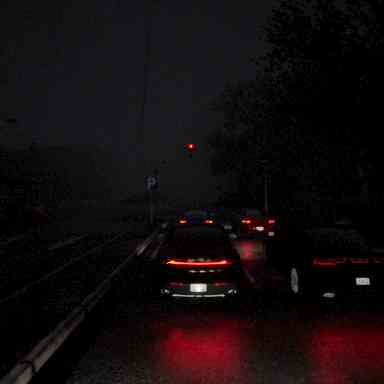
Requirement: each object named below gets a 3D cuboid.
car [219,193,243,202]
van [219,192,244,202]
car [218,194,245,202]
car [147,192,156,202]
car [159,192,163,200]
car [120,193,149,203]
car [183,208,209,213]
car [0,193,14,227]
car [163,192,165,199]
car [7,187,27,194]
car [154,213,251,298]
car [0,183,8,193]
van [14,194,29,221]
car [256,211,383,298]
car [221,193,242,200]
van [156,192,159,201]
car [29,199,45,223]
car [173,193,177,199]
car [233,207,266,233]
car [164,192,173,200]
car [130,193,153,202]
[{"bbox_3d":[7.955,1.141,68.236,4.553,1.767,2.185,1,0,-13],"label":"car"},{"bbox_3d":[7.558,1.042,65.268,4.442,1.987,1.878,1,0,-14],"label":"van"},{"bbox_3d":[8.504,1.264,71.227,5.366,1.575,1.946,1,0,-13],"label":"car"},{"bbox_3d":[-10.522,1.315,65.743,5.366,1.575,1.946,-1,0,-14],"label":"car"},{"bbox_3d":[-9.697,1.321,74.703,4.892,1.521,2.231,-1,0,-13],"label":"car"},{"bbox_3d":[-11.180,1.358,62.754,4.792,1.488,2.163,-1,0,-15],"label":"car"},{"bbox_3d":[0.216,1.551,17.660,1.812,1.442,4.674,0,0,1],"label":"car"},{"bbox_3d":[-13.643,1.267,18.943,5.566,2.045,2.435,-1,0,-19],"label":"car"},{"bbox_3d":[-9.311,1.359,77.696,4.674,1.452,2.002,-1,0,-13],"label":"car"},{"bbox_3d":[-27.940,0.137,53.694,2.002,1.452,4.674,6,-3,-19],"label":"car"},{"bbox_3d":[0.139,1.515,8.536,1.837,1.490,4.892,0,0,0],"label":"car"},{"bbox_3d":[-30.934,-0.426,53.767,2.435,2.045,5.566,6,-3,-19],"label":"car"},{"bbox_3d":[-13.513,1.297,21.979,4.442,1.987,1.878,-1,0,-19],"label":"van"},{"bbox_3d":[3.140,1.488,8.573,1.882,1.535,5.008,0,0,0],"label":"car"},{"bbox_3d":[9.809,1.129,82.927,4.553,1.767,2.185,1,0,-12],"label":"car"},{"bbox_3d":[-9.938,1.093,71.732,4.442,1.987,1.878,-1,0,-14],"label":"van"},{"bbox_3d":[-13.525,1.403,24.957,4.553,1.767,2.185,-1,0,-19],"label":"car"},{"bbox_3d":[-7.623,1.064,89.679,5.566,2.045,2.435,-1,0,-12],"label":"car"},{"bbox_3d":[3.235,1.550,17.913,1.812,1.442,4.674,0,0,1],"label":"car"},{"bbox_3d":[-8.086,1.357,86.675,4.674,1.452,2.002,-1,0,-12],"label":"car"},{"bbox_3d":[-10.416,1.196,68.694,4.553,1.767,2.185,-1,0,-14],"label":"car"}]
